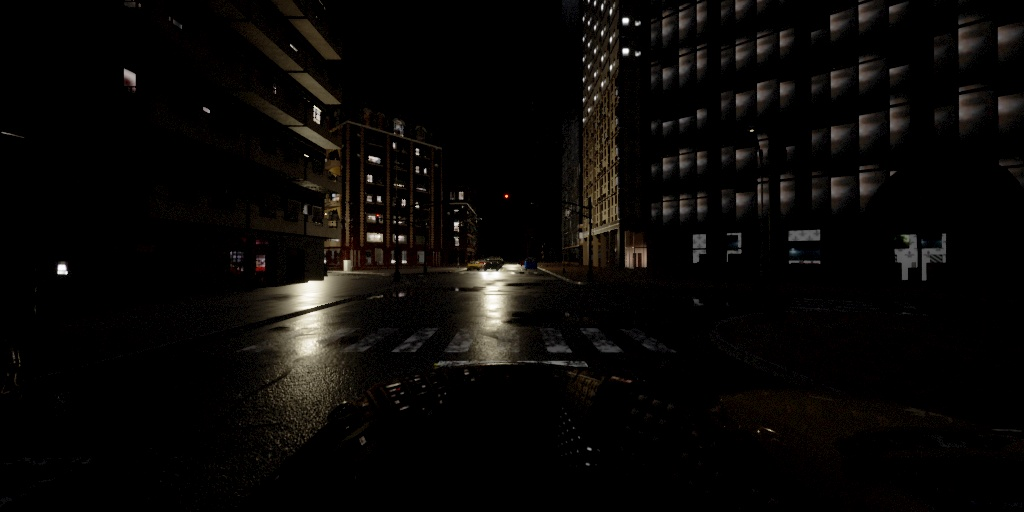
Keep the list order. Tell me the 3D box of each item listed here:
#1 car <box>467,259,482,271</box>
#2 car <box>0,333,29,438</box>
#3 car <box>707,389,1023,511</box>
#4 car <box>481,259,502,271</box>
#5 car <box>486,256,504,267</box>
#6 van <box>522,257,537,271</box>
[{"bbox_3d":[-5.271,1.320,49.898,1.751,1.417,4.829,0,0,0],"label":"car"},{"bbox_3d":[-5.318,1.064,1.069,2.192,1.841,5.009,0,0,0],"label":"car"},{"bbox_3d":[2.563,1.275,1.237,1.751,1.417,4.829,0,0,0],"label":"car"},{"bbox_3d":[-2.804,1.394,49.222,1.895,1.301,4.718,0,0,0],"label":"car"},{"bbox_3d":[-2.784,1.036,59.146,2.150,2.045,5.566,0,0,0],"label":"car"},{"bbox_3d":[2.609,1.136,50.060,1.690,1.789,3.998,0,0,0],"label":"van"}]
